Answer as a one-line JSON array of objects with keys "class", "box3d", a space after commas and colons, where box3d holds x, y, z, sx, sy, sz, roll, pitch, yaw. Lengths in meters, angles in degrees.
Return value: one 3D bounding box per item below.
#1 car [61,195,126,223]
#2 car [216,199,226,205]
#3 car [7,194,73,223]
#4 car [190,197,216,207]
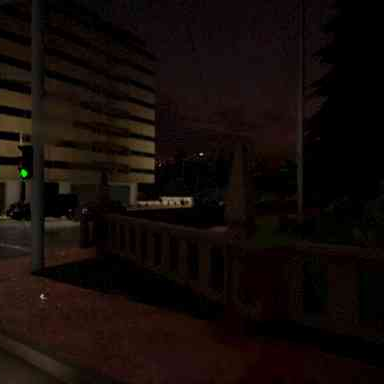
[{"class": "car", "box3d": [-7.318, 1.344, 25.857, 2.097, 1.767, 4.553, 0, 0, 35]}, {"class": "car", "box3d": [5.644, 1.345, 44.642, 2.097, 1.767, 4.553, 0, 0, 35]}, {"class": "car", "box3d": [-11.387, 1.203, 26.116, 2.150, 2.045, 5.566, 0, 0, 35]}, {"class": "car", "box3d": [1.666, 1.475, 45.053, 2.128, 1.511, 4.902, 0, 0, 35]}]
